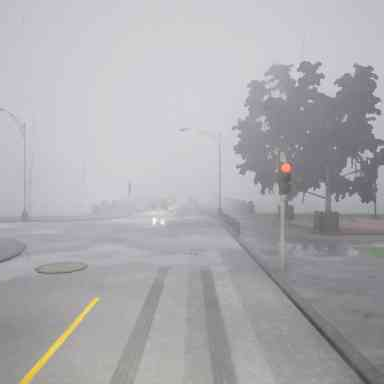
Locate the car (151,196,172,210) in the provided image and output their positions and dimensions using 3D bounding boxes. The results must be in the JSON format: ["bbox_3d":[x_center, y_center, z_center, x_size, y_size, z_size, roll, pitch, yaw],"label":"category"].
[{"bbox_3d":[-4.063,1.491,42.224,2.128,1.511,4.902,0,0,0],"label":"car"}]

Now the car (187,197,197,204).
[{"bbox_3d":[0.054,1.547,61.659,2.033,1.411,5.357,0,0,0],"label":"car"}]

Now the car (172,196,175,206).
[{"bbox_3d":[-4.048,1.477,51.771,1.882,1.535,5.008,0,0,0],"label":"car"}]
